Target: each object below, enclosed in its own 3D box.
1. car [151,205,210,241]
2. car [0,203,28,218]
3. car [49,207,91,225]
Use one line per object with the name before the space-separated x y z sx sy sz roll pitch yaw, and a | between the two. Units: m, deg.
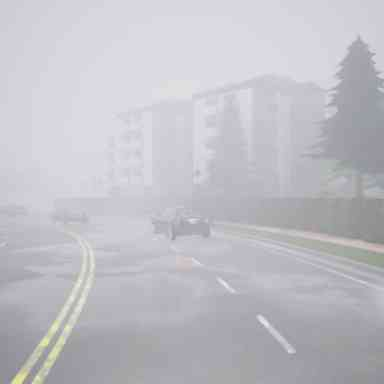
car | -0.762 1.555 18.481 2.097 1.767 4.553 0 -1 -22
car | -20.132 2.028 37.082 4.902 1.511 2.128 -1 -1 38
car | -10.201 1.914 27.622 2.033 1.411 5.357 0 -1 -39
